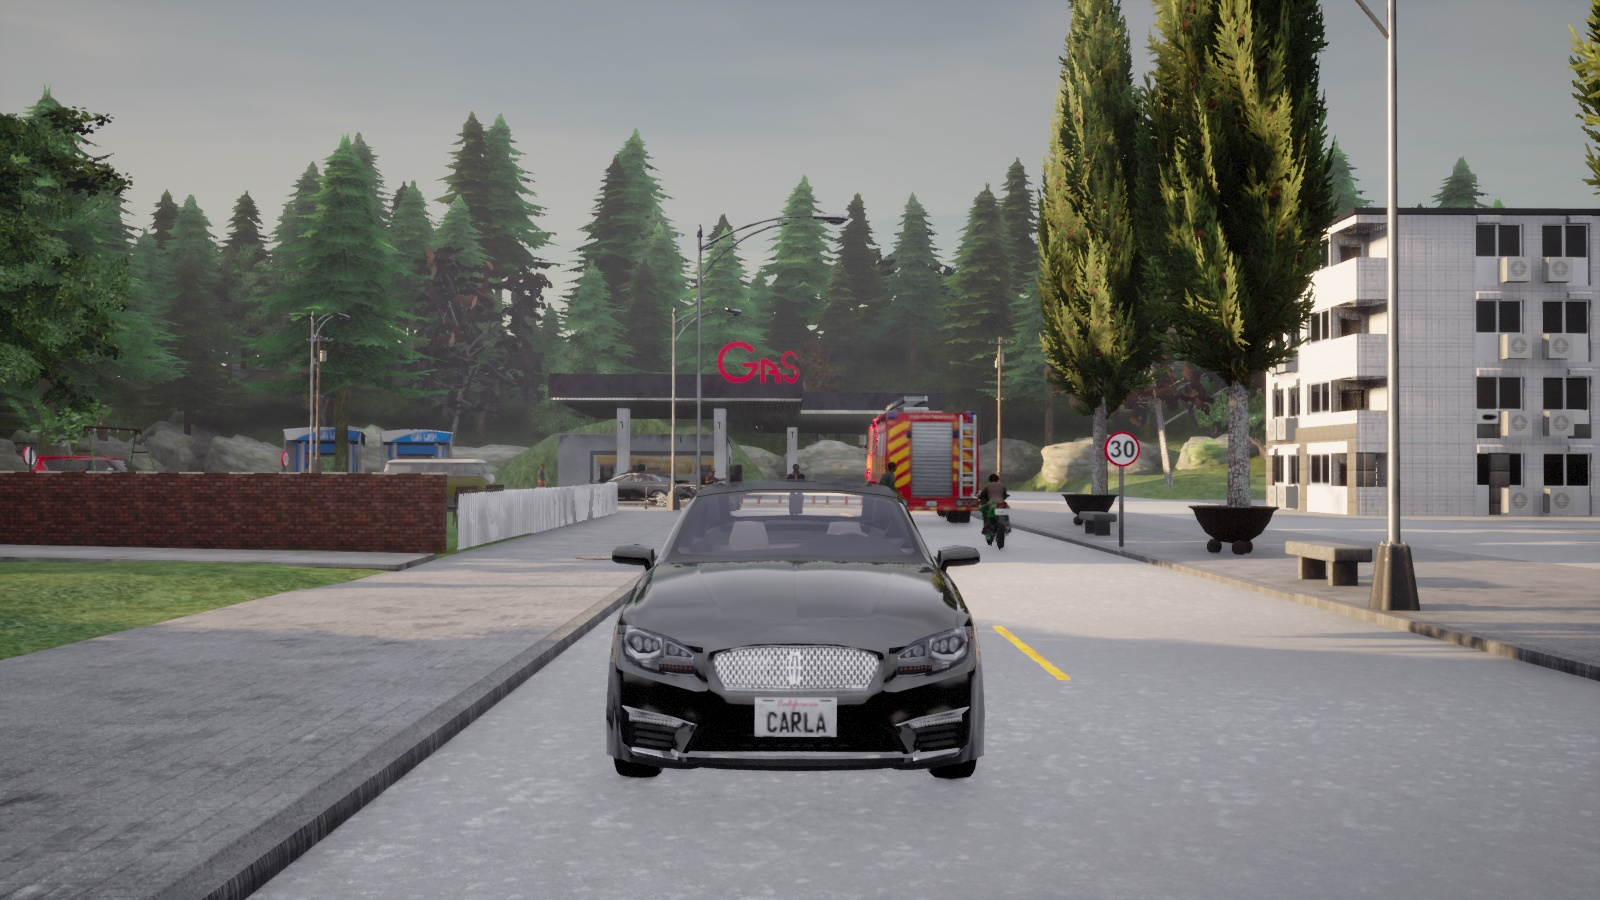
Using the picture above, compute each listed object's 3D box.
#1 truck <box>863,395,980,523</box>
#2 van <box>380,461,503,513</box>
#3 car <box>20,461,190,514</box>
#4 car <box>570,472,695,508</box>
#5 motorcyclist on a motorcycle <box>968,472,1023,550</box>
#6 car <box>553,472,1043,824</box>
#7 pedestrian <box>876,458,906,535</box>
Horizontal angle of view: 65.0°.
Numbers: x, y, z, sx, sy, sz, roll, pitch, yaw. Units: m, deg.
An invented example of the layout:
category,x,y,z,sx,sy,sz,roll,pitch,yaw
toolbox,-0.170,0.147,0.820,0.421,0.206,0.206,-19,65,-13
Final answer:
category,x,y,z,sx,sy,sz,roll,pitch,yaw
truck,3.845,0.335,41.790,2.891,3.827,8.468,0,-1,-1
van,-14.283,1.465,50.185,4.442,1.987,1.775,0,-1,0
car,-27.661,1.484,50.127,5.566,2.045,2.150,0,-1,0
car,-7.178,1.705,54.005,4.902,1.511,2.128,0,-1,12
motorcyclist on a motorcycle,3.945,1.208,25.468,0.797,1.523,2.044,0,-1,0
car,-0.019,0.903,7.912,2.128,1.511,4.902,0,-1,0
pedestrian,2.187,1.106,30.226,0.614,1.847,0.353,0,-1,-16
